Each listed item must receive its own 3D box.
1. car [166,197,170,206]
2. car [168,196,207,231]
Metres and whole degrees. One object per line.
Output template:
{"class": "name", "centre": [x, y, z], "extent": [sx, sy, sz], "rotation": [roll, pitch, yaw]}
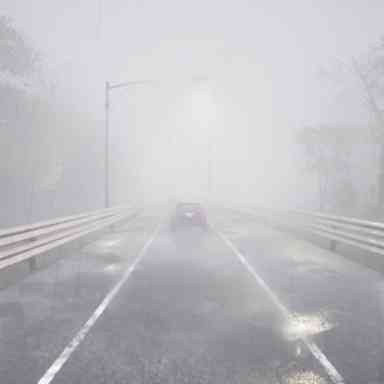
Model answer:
{"class": "car", "centre": [-3.019, 1.477, 52.826], "extent": [1.837, 1.490, 4.892], "rotation": [1, 0, -8]}
{"class": "car", "centre": [-0.252, 1.356, 20.754], "extent": [2.097, 1.767, 4.553], "rotation": [0, 0, -2]}
